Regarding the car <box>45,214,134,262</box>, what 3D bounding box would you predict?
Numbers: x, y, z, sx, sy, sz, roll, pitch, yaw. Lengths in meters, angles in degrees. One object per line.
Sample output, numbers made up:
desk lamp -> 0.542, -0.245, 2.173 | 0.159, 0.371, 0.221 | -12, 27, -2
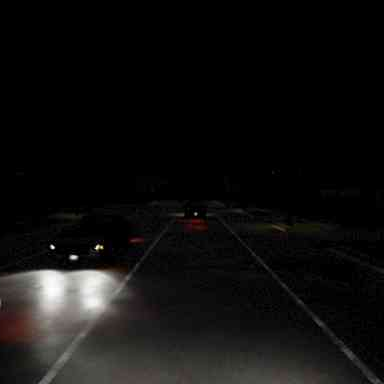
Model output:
car -> -3.493, 1.571, 12.548 | 2.033, 1.411, 5.357 | 0, 0, 1

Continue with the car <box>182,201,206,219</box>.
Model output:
car -> 0.224, 1.596, 30.360 | 1.837, 1.490, 4.892 | 0, 0, -2
